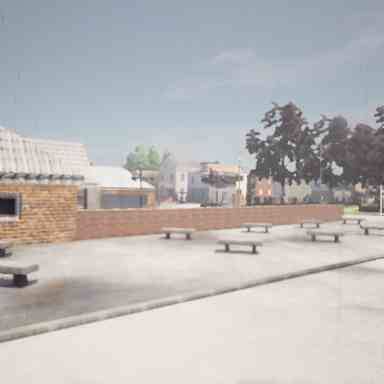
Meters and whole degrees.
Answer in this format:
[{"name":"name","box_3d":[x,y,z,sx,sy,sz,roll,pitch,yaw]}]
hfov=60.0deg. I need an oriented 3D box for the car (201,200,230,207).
[{"name":"car","box_3d":[3.485,1.908,51.364,2.033,1.411,5.357,1,0,-35]}]
